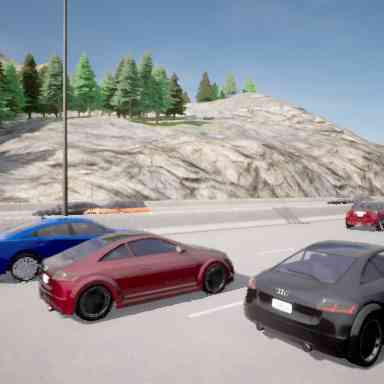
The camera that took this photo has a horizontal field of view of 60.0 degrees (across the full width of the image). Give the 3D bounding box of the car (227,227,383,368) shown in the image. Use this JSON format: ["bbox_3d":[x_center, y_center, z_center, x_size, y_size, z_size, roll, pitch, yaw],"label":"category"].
[{"bbox_3d":[2.887,1.564,5.830,4.181,1.385,1.994,0,0,-36],"label":"car"}]

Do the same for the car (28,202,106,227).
[{"bbox_3d":[-8.769,1.505,23.560,4.892,1.490,1.837,0,0,-36],"label":"car"}]

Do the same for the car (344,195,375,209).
[{"bbox_3d":[23.584,1.352,46.815,4.553,1.767,2.097,0,0,-36],"label":"car"}]

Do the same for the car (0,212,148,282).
[{"bbox_3d":[-3.509,1.477,9.853,5.008,1.535,1.882,0,0,-36],"label":"car"}]

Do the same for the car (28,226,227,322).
[{"bbox_3d":[-1.072,1.564,7.295,4.181,1.385,1.994,0,0,-36],"label":"car"}]

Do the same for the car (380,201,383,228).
[{"bbox_3d":[12.048,1.223,16.728,5.566,2.045,2.150,0,0,-36],"label":"car"}]

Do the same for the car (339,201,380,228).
[{"bbox_3d":[11.550,1.352,20.680,4.553,1.767,2.097,0,0,-36],"label":"car"}]

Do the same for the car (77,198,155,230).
[{"bbox_3d":[-4.967,1.352,21.983,4.553,1.767,2.097,0,0,-36],"label":"car"}]
